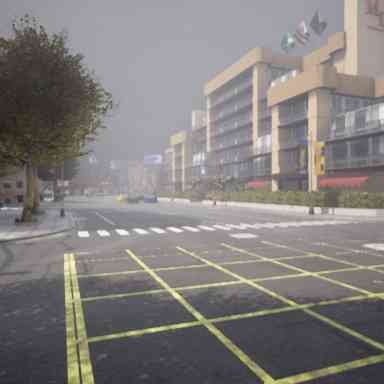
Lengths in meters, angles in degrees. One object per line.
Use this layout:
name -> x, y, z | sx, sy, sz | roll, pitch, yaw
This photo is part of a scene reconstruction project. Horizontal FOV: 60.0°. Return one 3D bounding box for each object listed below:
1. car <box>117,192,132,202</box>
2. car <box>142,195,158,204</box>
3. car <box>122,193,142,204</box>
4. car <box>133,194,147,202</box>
car -> -14.502, 1.278, 70.224 | 1.882, 1.535, 5.008 | 0, 0, -21
car -> -7.918, 1.393, 62.986 | 1.882, 1.535, 5.008 | 0, 0, -21
car -> -11.178, 1.429, 61.713 | 1.837, 1.490, 4.892 | 0, 0, -21
car -> -11.244, 1.291, 71.504 | 1.837, 1.490, 4.892 | 0, 0, -21
